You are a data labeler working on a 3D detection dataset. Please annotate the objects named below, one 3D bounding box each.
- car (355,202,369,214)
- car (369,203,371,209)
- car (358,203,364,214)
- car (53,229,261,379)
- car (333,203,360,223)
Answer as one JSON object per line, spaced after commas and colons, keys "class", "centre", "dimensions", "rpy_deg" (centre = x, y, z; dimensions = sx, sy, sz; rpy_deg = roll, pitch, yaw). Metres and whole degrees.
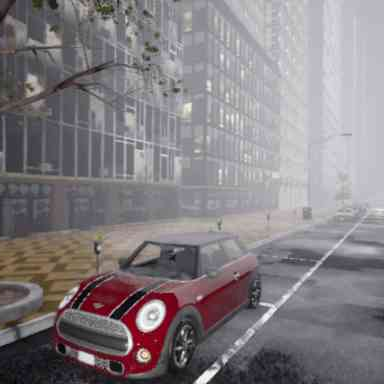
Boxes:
{"class": "car", "centre": [22.504, 2.140, 45.156], "dimensions": [1.967, 1.590, 4.097], "rpy_deg": [0, -1, 30]}
{"class": "car", "centre": [33.889, 2.581, 64.867], "dimensions": [1.947, 1.339, 4.313], "rpy_deg": [0, -1, 30]}
{"class": "car", "centre": [16.809, 2.121, 35.297], "dimensions": [1.802, 1.307, 4.206], "rpy_deg": [0, -1, 30]}
{"class": "car", "centre": [-0.270, 1.493, 5.730], "dimensions": [1.967, 1.590, 4.097], "rpy_deg": [0, -1, 30]}
{"class": "car", "centre": [13.878, 1.981, 30.222], "dimensions": [1.752, 1.417, 4.829], "rpy_deg": [0, -1, 30]}
